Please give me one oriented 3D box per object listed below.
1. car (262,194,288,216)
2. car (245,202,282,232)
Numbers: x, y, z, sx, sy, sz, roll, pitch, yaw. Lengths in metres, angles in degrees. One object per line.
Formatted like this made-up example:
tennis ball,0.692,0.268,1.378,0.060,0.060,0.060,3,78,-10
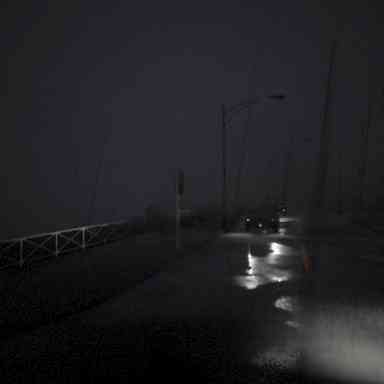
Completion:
car,8.405,1.266,33.596,2.150,2.045,5.566,0,0,17
car,4.440,1.560,20.632,1.812,1.442,4.674,0,0,17
